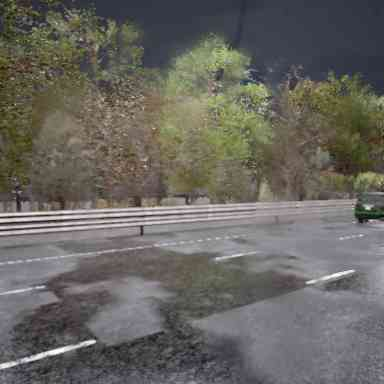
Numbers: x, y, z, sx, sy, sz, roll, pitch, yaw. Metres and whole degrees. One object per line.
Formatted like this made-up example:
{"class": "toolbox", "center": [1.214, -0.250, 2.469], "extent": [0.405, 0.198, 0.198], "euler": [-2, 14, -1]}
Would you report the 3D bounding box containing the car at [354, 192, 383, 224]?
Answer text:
{"class": "car", "center": [12.701, 1.033, 21.413], "extent": [5.566, 2.045, 2.150], "euler": [-1, 1, -35]}
